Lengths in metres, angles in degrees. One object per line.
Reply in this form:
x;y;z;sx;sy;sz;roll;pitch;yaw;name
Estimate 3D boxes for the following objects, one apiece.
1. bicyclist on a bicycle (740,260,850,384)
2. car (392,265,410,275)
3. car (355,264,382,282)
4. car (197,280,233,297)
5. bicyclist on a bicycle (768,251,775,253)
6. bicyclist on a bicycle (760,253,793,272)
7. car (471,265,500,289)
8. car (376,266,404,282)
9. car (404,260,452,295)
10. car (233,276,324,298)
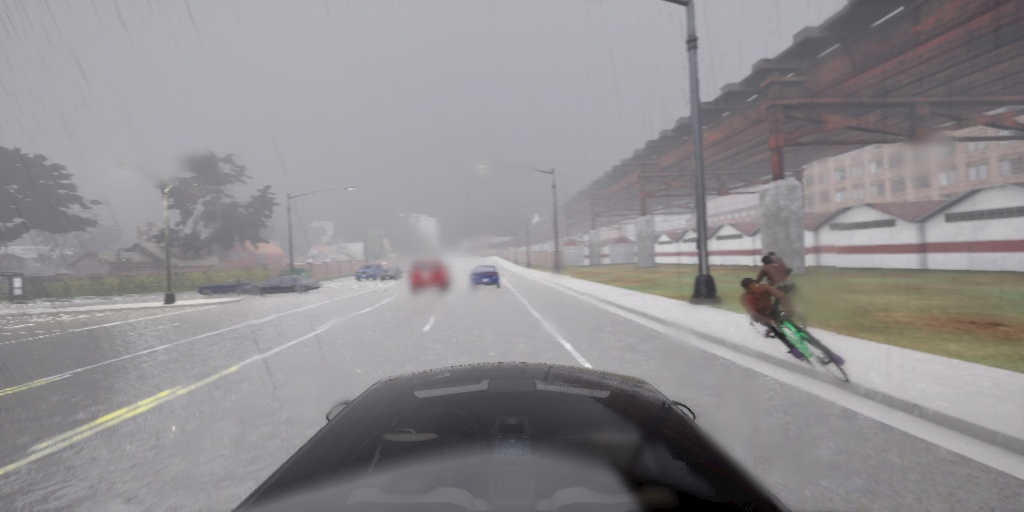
3.855;0.994;5.097;0.582;1.620;1.656;-38;-18;13;bicyclist on a bicycle
-18.816;2.406;61.011;1.812;1.442;4.674;-3;0;-4;car
-17.569;2.017;44.643;2.150;2.045;5.566;-3;-1;-4;car
-23.303;2.630;30.031;4.718;1.301;1.895;-3;0;-3;car
8.414;0.660;11.415;0.582;1.620;1.656;-3;0;-5;bicyclist on a bicycle
5.024;0.813;6.879;0.582;1.620;1.656;-3;-1;5;bicyclist on a bicycle
-1.870;1.408;25.331;1.882;1.535;5.008;-3;0;-5;car
-13.838;2.093;41.617;1.837;1.490;4.892;-3;1;-4;car
-5.249;1.317;23.724;2.150;2.045;5.566;-3;0;-4;car
-17.431;2.270;27.313;5.357;1.411;2.033;-3;0;-17;car
